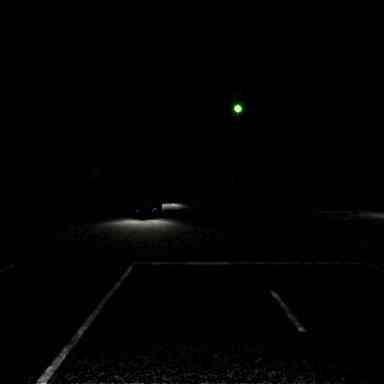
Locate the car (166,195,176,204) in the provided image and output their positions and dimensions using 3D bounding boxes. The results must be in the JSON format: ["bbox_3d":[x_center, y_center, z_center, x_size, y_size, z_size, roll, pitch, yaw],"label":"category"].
[{"bbox_3d":[-3.461,1.082,52.311,1.895,1.301,4.718,0,1,0],"label":"car"}]

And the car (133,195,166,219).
[{"bbox_3d":[-3.479,1.233,26.934,1.882,1.535,5.008,0,1,0],"label":"car"}]
